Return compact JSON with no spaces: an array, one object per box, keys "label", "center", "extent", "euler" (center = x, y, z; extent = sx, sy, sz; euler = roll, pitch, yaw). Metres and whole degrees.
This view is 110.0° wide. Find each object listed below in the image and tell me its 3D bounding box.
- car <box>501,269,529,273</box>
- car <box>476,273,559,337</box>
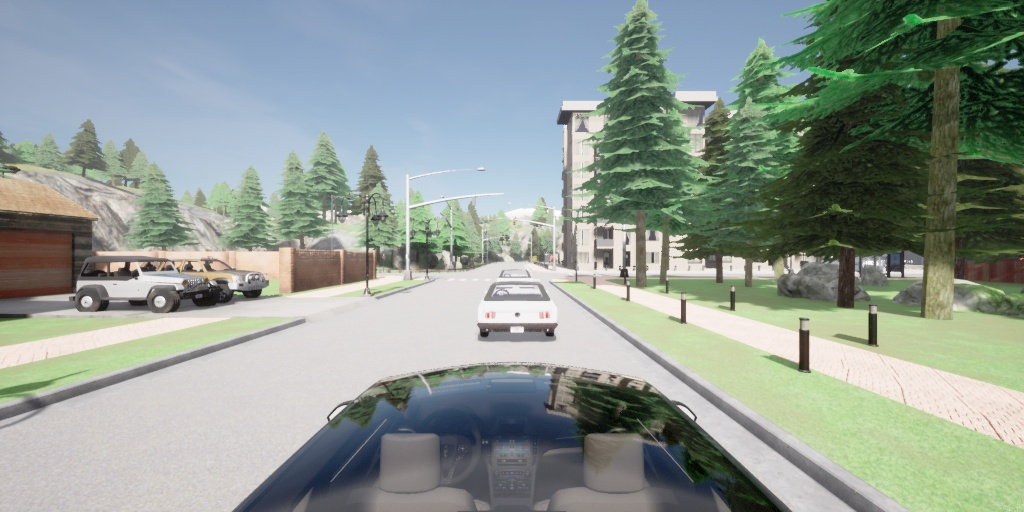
[{"label":"car","center":[0.162,1.351,19.404],"extent":[1.895,1.301,4.718],"euler":[0,0,0]},{"label":"car","center":[0.132,1.351,10.236],"extent":[1.895,1.301,4.718],"euler":[0,0,0]}]
